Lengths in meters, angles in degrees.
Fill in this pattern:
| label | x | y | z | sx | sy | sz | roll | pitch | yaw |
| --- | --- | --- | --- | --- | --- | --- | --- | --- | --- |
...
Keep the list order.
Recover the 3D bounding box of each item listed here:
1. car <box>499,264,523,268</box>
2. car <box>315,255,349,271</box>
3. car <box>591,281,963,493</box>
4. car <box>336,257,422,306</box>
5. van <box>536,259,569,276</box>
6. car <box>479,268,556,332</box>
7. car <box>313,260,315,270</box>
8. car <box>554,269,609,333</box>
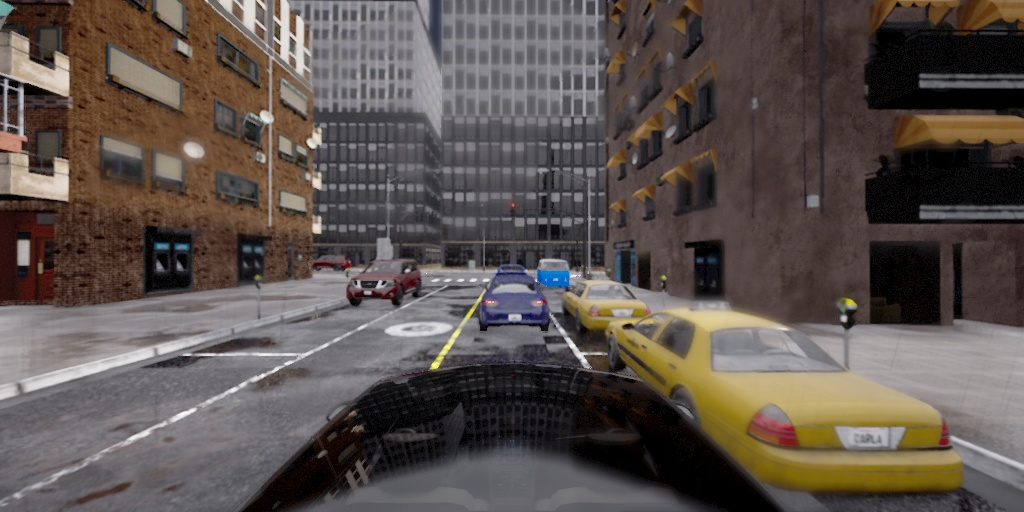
| label | x | y | z | sx | sy | sz | roll | pitch | yaw |
| --- | --- | --- | --- | --- | --- | --- | --- | --- | --- |
| car | -0.052 | 1.213 | 21.310 | 1.882 | 1.535 | 5.008 | 0 | 0 | 0 |
| car | -21.216 | 0.824 | 41.403 | 5.009 | 1.841 | 2.192 | 0 | 0 | -1 |
| car | 2.556 | 1.272 | 4.900 | 1.751 | 1.417 | 4.829 | 0 | 0 | -1 |
| car | -5.422 | 1.054 | 15.941 | 2.192 | 1.841 | 5.009 | 0 | 0 | -1 |
| van | 2.408 | 1.076 | 21.650 | 1.690 | 1.789 | 3.998 | 0 | 0 | -1 |
| car | 0.038 | 1.268 | 10.694 | 1.812 | 1.442 | 4.674 | 0 | 0 | -1 |
| car | -21.103 | 1.054 | 33.264 | 4.207 | 1.307 | 1.802 | 0 | 0 | -1 |
| car | 2.507 | 1.268 | 10.540 | 1.751 | 1.417 | 4.829 | 0 | 0 | -1 |
